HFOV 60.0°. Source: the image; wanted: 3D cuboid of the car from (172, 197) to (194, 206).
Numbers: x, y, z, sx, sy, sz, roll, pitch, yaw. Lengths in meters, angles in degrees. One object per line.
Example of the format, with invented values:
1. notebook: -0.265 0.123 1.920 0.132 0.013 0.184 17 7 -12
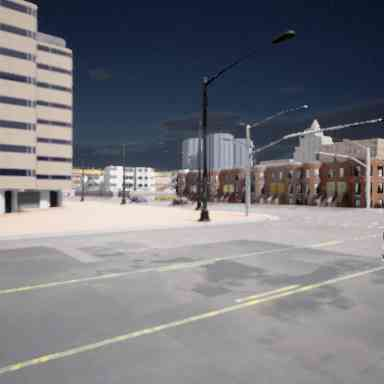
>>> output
1. car: -1.569 1.576 54.785 1.812 1.442 4.674 0 0 -35

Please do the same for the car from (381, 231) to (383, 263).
1. car: 7.371 1.241 9.059 5.566 2.045 2.150 0 0 -35

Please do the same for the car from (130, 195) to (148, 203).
1. car: -10.808 1.394 67.781 2.097 1.767 4.553 0 0 -36
